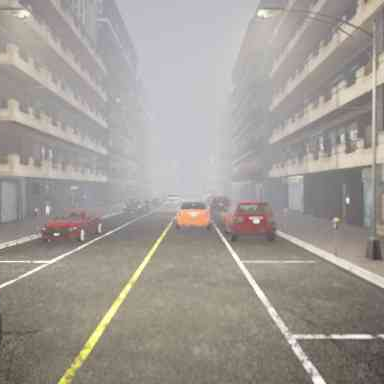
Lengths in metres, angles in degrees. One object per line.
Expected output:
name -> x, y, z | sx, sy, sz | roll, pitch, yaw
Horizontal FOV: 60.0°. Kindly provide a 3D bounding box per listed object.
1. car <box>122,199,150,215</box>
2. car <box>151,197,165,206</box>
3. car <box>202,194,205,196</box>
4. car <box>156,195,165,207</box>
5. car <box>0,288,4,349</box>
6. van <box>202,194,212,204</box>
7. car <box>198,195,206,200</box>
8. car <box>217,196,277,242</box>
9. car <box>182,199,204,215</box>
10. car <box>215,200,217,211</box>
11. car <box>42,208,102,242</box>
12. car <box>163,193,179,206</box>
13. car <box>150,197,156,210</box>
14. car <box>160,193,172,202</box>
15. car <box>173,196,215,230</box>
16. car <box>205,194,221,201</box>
car -> -5.689, 1.412, 33.286 | 1.967, 1.590, 4.097 | -1, 0, 0
car -> -5.679, 1.528, 56.025 | 1.947, 1.339, 4.313 | -1, 0, 0
car -> 2.691, 1.283, 38.964 | 2.192, 1.841, 5.009 | -1, 0, 0
car -> -5.681, 1.529, 50.341 | 1.947, 1.339, 4.313 | -1, 0, 0
car -> -3.099, 1.220, 1.313 | 2.150, 2.045, 5.566 | 0, 0, 0
van -> 2.700, 1.302, 61.703 | 1.690, 1.788, 3.998 | -1, 0, 0
car -> 2.714, 1.515, 90.126 | 2.008, 1.369, 4.403 | -1, 0, 0
car -> 2.683, 1.299, 16.225 | 2.192, 1.841, 5.009 | -1, 0, 0
car -> 0.105, 1.518, 34.403 | 2.033, 1.411, 5.357 | 0, 0, 0
car -> 2.688, 1.505, 22.080 | 1.752, 1.417, 4.829 | -1, 0, 0
car -> -5.694, 1.528, 16.232 | 1.887, 1.381, 4.507 | -1, 0, 0
car -> -2.987, 1.188, 52.361 | 2.150, 2.045, 5.566 | 0, 0, 0
car -> -5.685, 1.513, 38.971 | 1.887, 1.381, 4.507 | -1, 0, 0
car -> -5.677, 1.276, 73.079 | 2.192, 1.841, 5.009 | -1, 0, 0
car -> 0.094, 1.332, 21.108 | 2.097, 1.767, 4.553 | 0, 0, 0
car -> 2.689, 1.287, 33.279 | 2.192, 1.841, 5.009 | -1, 0, 0
